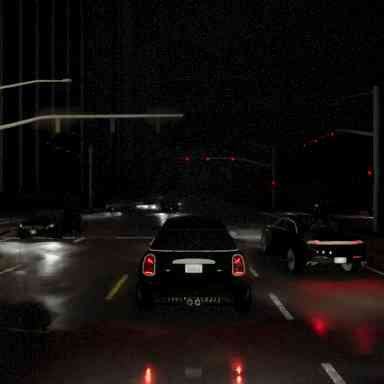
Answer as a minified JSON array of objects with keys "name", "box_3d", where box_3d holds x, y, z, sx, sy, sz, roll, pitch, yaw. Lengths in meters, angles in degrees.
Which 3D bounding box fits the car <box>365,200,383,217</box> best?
[{"name":"car","box_3d":[19.120,1.560,31.116,4.892,1.490,1.837,0,0,0]}]

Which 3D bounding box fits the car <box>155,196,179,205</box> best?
[{"name":"car","box_3d":[-2.707,1.534,37.910,1.837,1.490,4.892,0,0,-12]}]

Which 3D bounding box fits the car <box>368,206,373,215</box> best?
[{"name":"car","box_3d":[17.242,1.547,27.412,4.902,1.511,2.128,0,0,0]}]

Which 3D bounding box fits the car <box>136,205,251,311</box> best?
[{"name":"car","box_3d":[0.043,1.352,7.919,2.097,1.767,4.553,0,0,0]}]

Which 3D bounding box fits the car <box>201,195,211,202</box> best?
[{"name":"car","box_3d":[3.359,1.500,77.817,1.837,1.490,4.892,0,0,0]}]

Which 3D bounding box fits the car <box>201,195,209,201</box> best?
[{"name":"car","box_3d":[3.341,1.477,87.916,1.882,1.535,5.008,0,0,0]}]

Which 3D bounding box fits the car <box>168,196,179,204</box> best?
[{"name":"car","box_3d":[-3.646,1.502,66.620,1.837,1.490,4.892,0,1,0]}]

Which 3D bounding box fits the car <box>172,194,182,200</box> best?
[{"name":"car","box_3d":[-3.649,1.269,82.053,2.033,1.411,5.357,0,0,0]}]

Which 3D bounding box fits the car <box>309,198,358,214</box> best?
[{"name":"car","box_3d":[14.609,1.407,34.669,4.553,1.767,2.097,0,0,2]}]

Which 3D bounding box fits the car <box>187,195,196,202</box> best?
[{"name":"car","box_3d":[-0.141,1.478,77.833,1.882,1.535,5.008,0,0,0]}]

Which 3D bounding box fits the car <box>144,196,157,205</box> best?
[{"name":"car","box_3d":[-7.189,1.600,57.762,1.895,1.301,4.718,0,0,0]}]

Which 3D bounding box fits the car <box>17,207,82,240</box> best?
[{"name":"car","box_3d":[-7.130,1.529,17.249,1.812,1.442,4.674,0,0,0]}]

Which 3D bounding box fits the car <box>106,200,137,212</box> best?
[{"name":"car","box_3d":[-8.180,1.626,38.922,1.895,1.301,4.718,0,1,15]}]

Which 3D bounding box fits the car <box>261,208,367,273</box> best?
[{"name":"car","box_3d":[3.600,1.491,10.729,2.128,1.511,4.902,0,0,-3]}]

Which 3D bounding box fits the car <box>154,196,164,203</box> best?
[{"name":"car","box_3d":[-7.132,1.523,72.849,1.812,1.442,4.674,0,0,0]}]
